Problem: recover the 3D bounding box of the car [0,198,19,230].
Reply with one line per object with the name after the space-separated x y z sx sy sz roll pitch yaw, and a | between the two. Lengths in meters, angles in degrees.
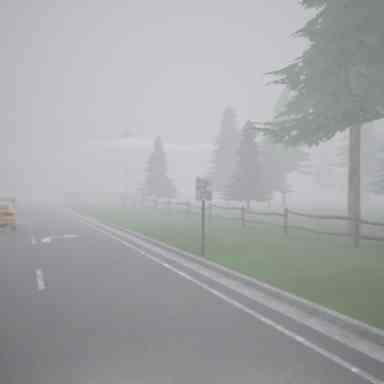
-11.149 1.316 19.173 1.882 1.535 5.008 1 0 -27 | car
